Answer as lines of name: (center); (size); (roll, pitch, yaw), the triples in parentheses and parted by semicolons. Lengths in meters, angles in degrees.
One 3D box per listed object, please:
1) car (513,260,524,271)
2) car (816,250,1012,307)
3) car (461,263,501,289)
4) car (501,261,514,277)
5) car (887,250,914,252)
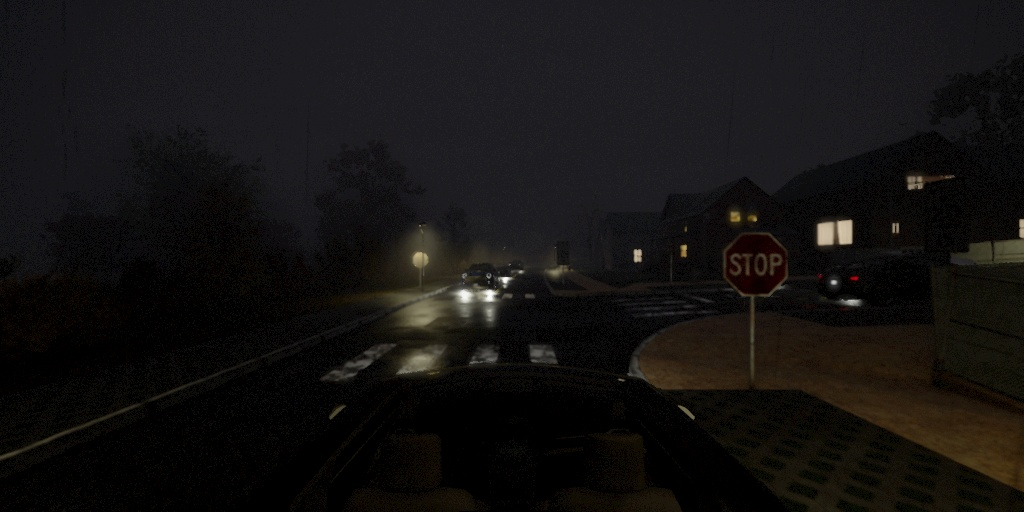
car: (0.668, 1.403, 56.878); (2.097, 1.767, 4.553); (0, 0, 7)
car: (11.913, 0.678, 10.873); (4.181, 1.385, 1.994); (-3, -1, 5)
car: (-2.164, 1.271, 24.928); (2.097, 1.767, 4.553); (0, 0, 3)
car: (-1.231, 1.541, 38.725); (1.994, 1.385, 4.181); (0, 0, 5)
car: (14.449, 0.530, 13.504); (4.674, 1.442, 1.812); (-3, -1, 5)
